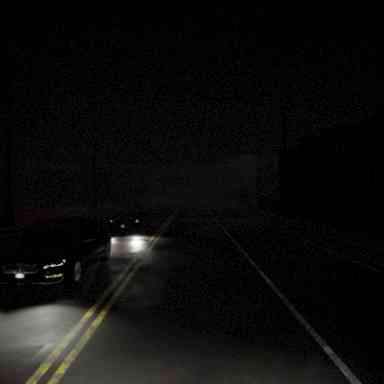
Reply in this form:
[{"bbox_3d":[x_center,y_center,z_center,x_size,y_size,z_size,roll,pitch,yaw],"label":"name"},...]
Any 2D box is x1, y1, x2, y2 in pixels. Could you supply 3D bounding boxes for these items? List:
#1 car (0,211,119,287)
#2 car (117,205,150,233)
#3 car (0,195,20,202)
[{"bbox_3d":[-3.612,1.500,9.388,1.837,1.490,4.892,0,0,0],"label":"car"},{"bbox_3d":[-3.615,1.515,19.679,1.812,1.442,4.674,0,0,0],"label":"car"},{"bbox_3d":[-46.121,1.763,83.013,3.806,1.475,1.970,-1,0,-1],"label":"car"}]
